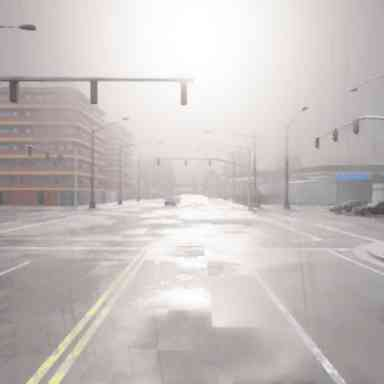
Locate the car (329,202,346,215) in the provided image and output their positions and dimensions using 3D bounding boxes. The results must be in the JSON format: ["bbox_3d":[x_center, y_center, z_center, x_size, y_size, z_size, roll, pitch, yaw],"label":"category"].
[{"bbox_3d":[16.584,1.554,34.095,4.892,1.490,1.837,-1,0,0],"label":"car"}]

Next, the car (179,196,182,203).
[{"bbox_3d":[-3.533,1.637,70.429,2.128,1.511,4.902,0,0,0],"label":"car"}]

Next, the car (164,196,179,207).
[{"bbox_3d":[-3.582,1.565,55.052,1.882,1.535,5.008,0,0,0],"label":"car"}]

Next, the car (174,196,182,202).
[{"bbox_3d":[-3.540,1.651,85.238,1.812,1.442,4.674,0,0,0],"label":"car"}]

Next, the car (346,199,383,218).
[{"bbox_3d":[17.178,1.574,30.591,4.674,1.442,1.812,0,0,0],"label":"car"}]
